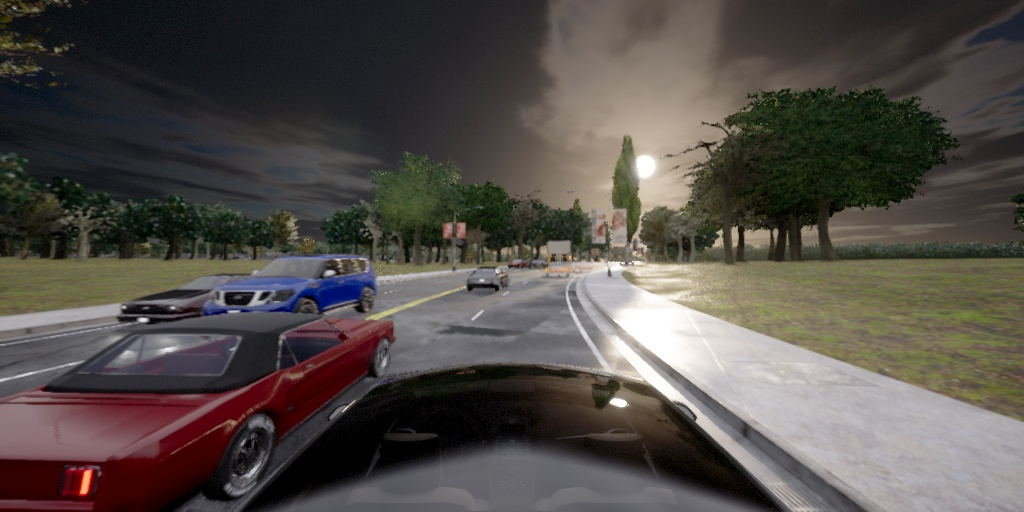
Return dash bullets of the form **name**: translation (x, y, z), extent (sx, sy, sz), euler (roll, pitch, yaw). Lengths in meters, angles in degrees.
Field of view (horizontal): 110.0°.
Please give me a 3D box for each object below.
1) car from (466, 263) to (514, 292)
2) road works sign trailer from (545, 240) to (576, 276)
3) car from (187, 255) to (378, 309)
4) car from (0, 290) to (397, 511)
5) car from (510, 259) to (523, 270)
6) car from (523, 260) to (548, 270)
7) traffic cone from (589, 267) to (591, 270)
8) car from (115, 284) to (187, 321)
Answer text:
- **car**: translation (-1.358, 1.327, 21.869), extent (1.994, 1.385, 4.181), euler (0, 0, 9)
- **road works sign trailer**: translation (4.695, 0.182, 35.594), extent (2.380, 3.560, 2.880), euler (0, 0, 18)
- **car**: translation (-6.162, 0.968, 10.981), extent (2.150, 2.045, 5.566), euler (0, 0, 4)
- **car**: translation (-3.044, 1.343, 4.375), extent (1.895, 1.301, 4.718), euler (0, 0, 1)
- **car**: translation (0.915, 1.201, 54.065), extent (1.882, 1.535, 5.008), euler (0, 0, 22)
- **car**: translation (3.808, 1.249, 52.556), extent (2.033, 1.411, 5.357), euler (0, 0, 22)
- **traffic cone**: translation (10.299, 1.610, 47.437), extent (0.340, 0.580, 0.340), euler (0, 0, 19)
- **car**: translation (-9.358, 1.286, 11.939), extent (2.033, 1.411, 5.357), euler (0, 0, 4)
